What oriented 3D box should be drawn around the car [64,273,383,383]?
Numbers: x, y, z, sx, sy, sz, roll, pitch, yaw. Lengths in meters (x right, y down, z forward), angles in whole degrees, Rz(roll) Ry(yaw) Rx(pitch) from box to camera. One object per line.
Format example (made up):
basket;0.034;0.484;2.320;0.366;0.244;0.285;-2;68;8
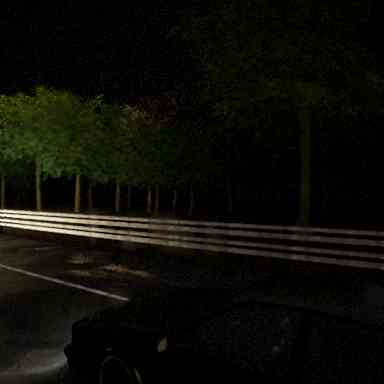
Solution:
car;1.098;1.553;3.085;5.357;1.411;2.033;-1;0;36
